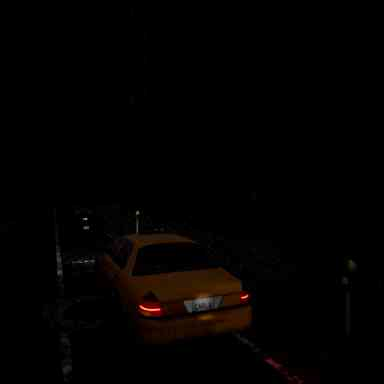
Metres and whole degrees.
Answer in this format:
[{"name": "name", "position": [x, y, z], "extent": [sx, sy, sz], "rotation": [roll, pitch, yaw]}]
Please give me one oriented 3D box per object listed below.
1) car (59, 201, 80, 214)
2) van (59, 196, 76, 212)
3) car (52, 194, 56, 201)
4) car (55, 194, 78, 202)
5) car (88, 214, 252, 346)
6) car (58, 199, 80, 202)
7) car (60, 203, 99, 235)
[{"name": "car", "position": [-8.260, 1.551, 23.771], "extent": [2.008, 1.369, 4.403], "rotation": [0, 0, -23]}, {"name": "van", "position": [-14.640, 1.342, 39.064], "extent": [1.690, 1.788, 3.998], "rotation": [0, 0, -23]}, {"name": "car", "position": [-31.802, 1.469, 79.461], "extent": [1.967, 1.590, 4.097], "rotation": [0, 0, -24]}, {"name": "car", "position": [-12.514, 1.316, 33.967], "extent": [2.192, 1.841, 5.009], "rotation": [0, 0, -23]}, {"name": "car", "position": [-0.841, 1.457, 6.743], "extent": [1.801, 1.575, 5.366], "rotation": [0, 0, -23]}, {"name": "car", "position": [-10.387, 1.567, 28.868], "extent": [1.947, 1.339, 4.313], "rotation": [0, 0, -23]}, {"name": "car", "position": [-6.134, 1.551, 18.673], "extent": [2.008, 1.369, 4.403], "rotation": [0, 0, -23]}]
